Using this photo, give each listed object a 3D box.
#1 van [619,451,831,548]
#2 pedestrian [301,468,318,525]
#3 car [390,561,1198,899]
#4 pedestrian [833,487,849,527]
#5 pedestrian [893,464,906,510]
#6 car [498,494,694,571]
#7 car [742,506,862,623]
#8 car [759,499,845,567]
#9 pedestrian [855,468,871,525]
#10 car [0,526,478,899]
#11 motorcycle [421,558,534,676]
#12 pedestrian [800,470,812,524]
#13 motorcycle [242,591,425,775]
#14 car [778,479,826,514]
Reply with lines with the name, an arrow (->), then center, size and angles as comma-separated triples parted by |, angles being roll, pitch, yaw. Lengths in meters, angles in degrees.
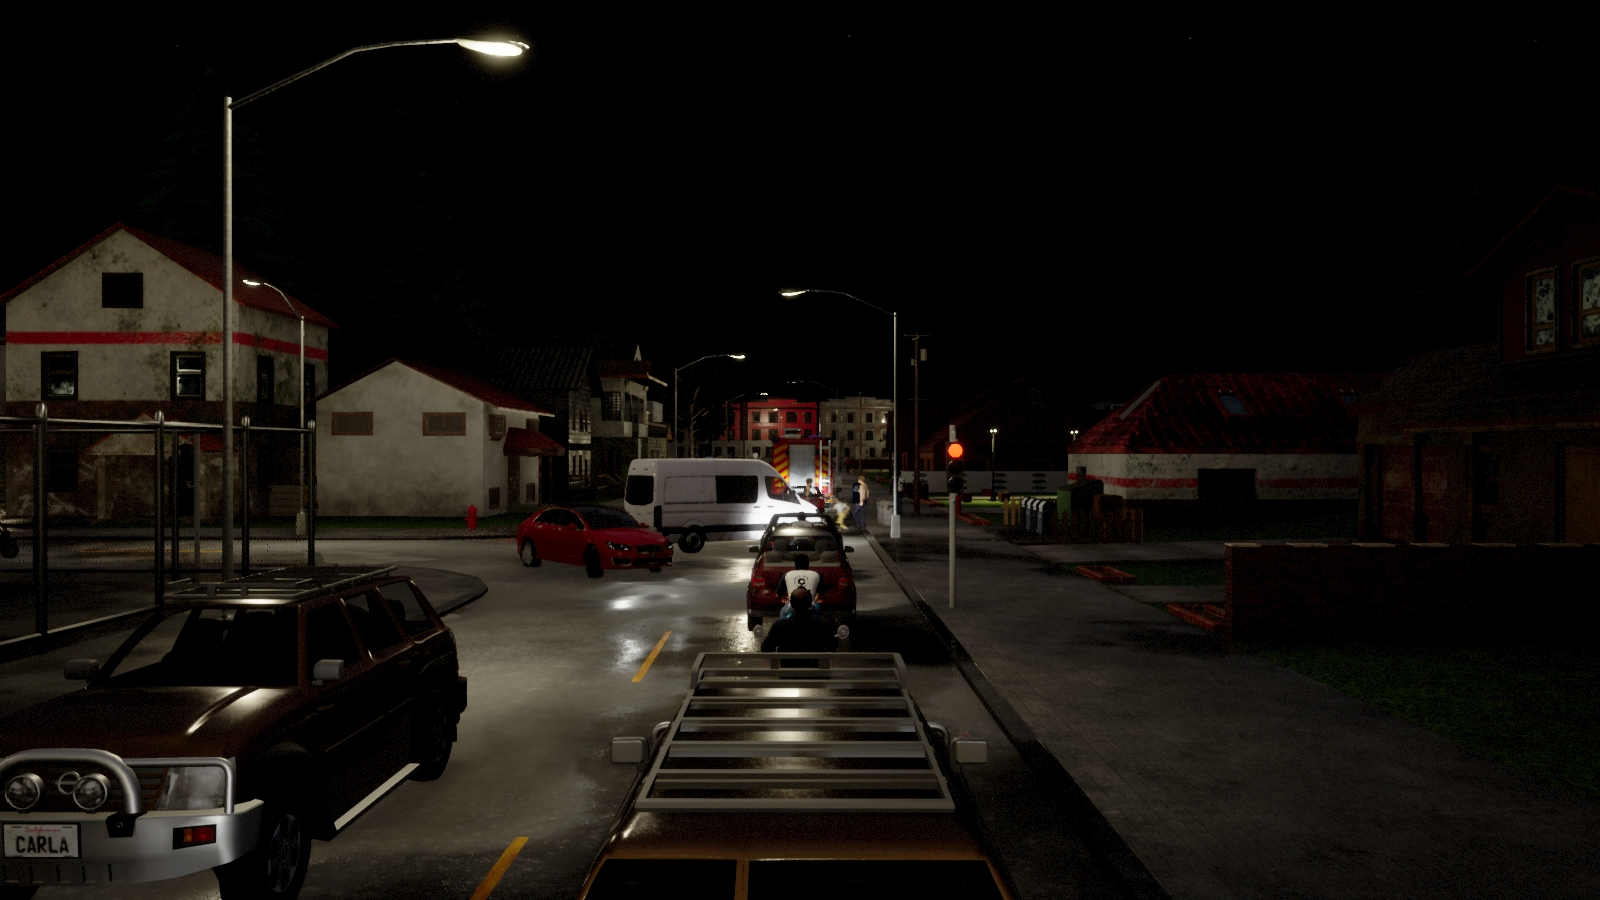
van -> -2.053, 1.302, 32.661 | 5.915, 2.561, 1.988 | 0, 0, -36
pedestrian -> -16.087, 1.510, 37.445 | 0.375, 1.860, 0.375 | 0, 0, 8
car -> -0.006, 1.641, 5.035 | 1.932, 1.855, 4.605 | 0, 0, 0
pedestrian -> 1.373, 1.894, 38.105 | 0.375, 1.300, 0.375 | 0, 0, 35
pedestrian -> 4.047, 1.506, 46.560 | 0.375, 1.860, 0.375 | 0, 0, -21
car -> -4.842, 1.831, 26.598 | 2.231, 1.480, 4.892 | 2, -2, -41
car -> 0.027, 1.798, 18.824 | 1.789, 1.549, 3.705 | 0, 0, 0
car -> 0.043, 1.924, 27.447 | 1.895, 1.301, 4.718 | 0, 0, 0
pedestrian -> 2.079, 1.512, 37.474 | 0.375, 1.860, 0.375 | 0, 0, 36
car -> -3.983, 1.640, 8.349 | 1.932, 1.855, 4.605 | 0, 0, 0
motorcycle -> -3.894, 1.987, 13.966 | 0.803, 1.145, 2.033 | 0, 0, 0
pedestrian -> 0.219, 1.613, 39.319 | 0.375, 1.860, 0.375 | 0, 0, -7
motorcycle -> -3.994, 1.958, 9.954 | 0.856, 1.236, 1.805 | 0, 0, 0
car -> 0.085, 1.917, 47.873 | 1.895, 1.301, 4.718 | 0, 0, 0
